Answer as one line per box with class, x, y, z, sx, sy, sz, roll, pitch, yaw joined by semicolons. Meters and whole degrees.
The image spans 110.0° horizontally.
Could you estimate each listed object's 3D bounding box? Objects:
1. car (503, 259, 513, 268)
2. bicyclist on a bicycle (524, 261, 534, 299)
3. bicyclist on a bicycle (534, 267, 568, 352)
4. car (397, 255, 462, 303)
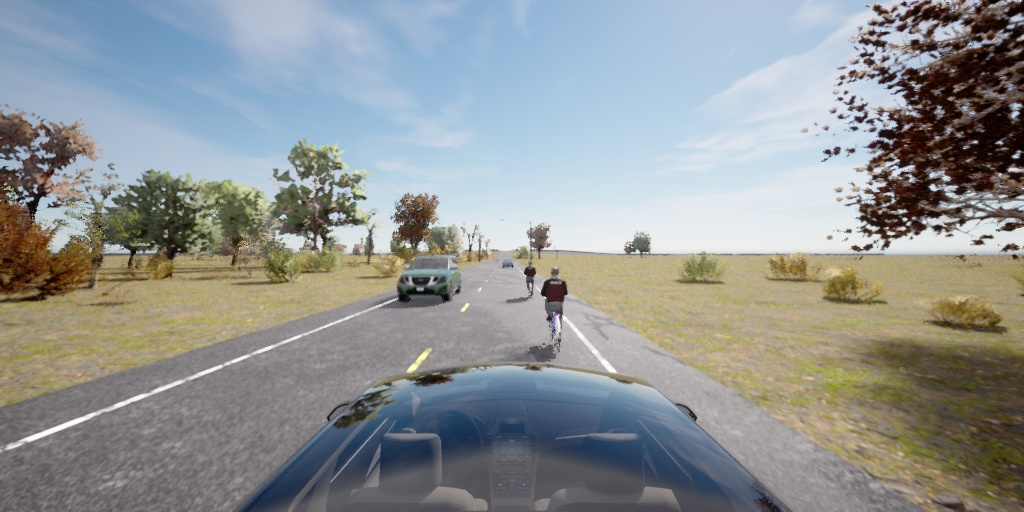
car;-0.667;1.283;62.634;2.033;1.411;5.357;0;0;-1
bicyclist on a bicycle;0.854;1.119;17.032;0.659;1.776;1.843;0;0;-1
bicyclist on a bicycle;0.933;1.120;8.023;0.659;1.776;1.843;0;0;0
car;-3.707;0.970;17.106;2.150;2.045;5.566;0;0;-1
